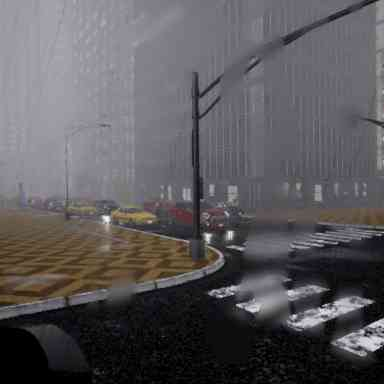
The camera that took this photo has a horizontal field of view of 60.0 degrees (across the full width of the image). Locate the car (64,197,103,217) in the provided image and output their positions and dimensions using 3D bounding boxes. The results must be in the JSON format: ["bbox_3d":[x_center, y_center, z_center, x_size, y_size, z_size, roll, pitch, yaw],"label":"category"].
[{"bbox_3d":[-10.490,1.533,31.877,1.752,1.417,4.829,-1,1,-36],"label":"car"}]

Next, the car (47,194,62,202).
[{"bbox_3d":[-30.109,1.255,72.735,1.967,1.590,4.097,-1,1,-36],"label":"car"}]

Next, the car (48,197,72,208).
[{"bbox_3d":[-19.495,1.485,48.875,2.033,1.411,5.357,-1,1,-36],"label":"car"}]

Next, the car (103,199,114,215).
[{"bbox_3d":[-8.746,1.475,33.778,1.837,1.490,4.892,-1,0,-36],"label":"car"}]

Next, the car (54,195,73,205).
[{"bbox_3d":[-22.418,1.358,57.838,1.882,1.535,5.008,-1,1,-35],"label":"car"}]

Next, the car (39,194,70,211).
[{"bbox_3d":[-17.032,1.429,41.068,1.967,1.590,4.097,-1,1,-36],"label":"car"}]

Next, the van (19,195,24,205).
[{"bbox_3d":[-26.770,1.302,54.600,1.690,1.788,3.998,-1,1,-36],"label":"van"}]

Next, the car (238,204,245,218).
[{"bbox_3d":[2.452,1.455,27.704,2.008,1.369,4.403,-1,1,-36],"label":"car"}]

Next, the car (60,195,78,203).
[{"bbox_3d":[-23.617,1.385,63.714,2.008,1.369,4.403,-1,1,-36],"label":"car"}]

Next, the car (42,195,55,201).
[{"bbox_3d":[-33.453,1.331,77.384,1.752,1.417,4.829,-1,1,-36],"label":"car"}]

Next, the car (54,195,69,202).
[{"bbox_3d":[-26.862,1.407,68.225,1.802,1.307,4.206,-1,1,-36],"label":"car"}]

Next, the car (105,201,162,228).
[{"bbox_3d":[-4.055,1.551,22.813,1.752,1.417,4.829,-1,1,-36],"label":"car"}]

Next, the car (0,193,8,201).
[{"bbox_3d":[-46.241,1.449,81.666,1.887,1.381,4.507,-1,1,-36],"label":"car"}]

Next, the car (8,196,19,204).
[{"bbox_3d":[-33.259,1.493,63.623,2.008,1.369,4.403,-1,1,-36],"label":"car"}]

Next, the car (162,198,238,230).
[{"bbox_3d":[0.376,1.347,21.088,2.097,1.767,4.553,-1,0,-36],"label":"car"}]

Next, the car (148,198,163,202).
[{"bbox_3d":[-4.099,1.328,36.684,1.967,1.590,4.097,-1,1,-36],"label":"car"}]

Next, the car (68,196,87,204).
[{"bbox_3d":[-20.372,1.388,59.204,1.887,1.381,4.507,-1,1,-36],"label":"car"}]

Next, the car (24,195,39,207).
[{"bbox_3d":[-23.523,1.411,50.090,1.967,1.590,4.097,-1,1,-36],"label":"car"}]

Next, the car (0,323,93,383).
[{"bbox_3d":[-2.752,1.492,1.094,4.902,1.511,2.128,0,0,-36],"label":"car"}]
